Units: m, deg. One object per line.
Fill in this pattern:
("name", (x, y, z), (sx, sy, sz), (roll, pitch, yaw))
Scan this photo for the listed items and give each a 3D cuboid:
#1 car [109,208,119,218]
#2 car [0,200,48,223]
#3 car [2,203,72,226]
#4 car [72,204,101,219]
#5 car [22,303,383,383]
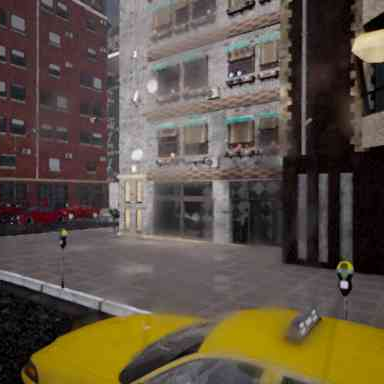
("car", (-6.035, 1.685, 34.944), (2.150, 2.045, 5.566), (0, -1, 35))
("car", (-14.322, 1.574, 27.774), (2.192, 1.841, 5.009), (-1, -2, 35))
("car", (-12.175, 1.836, 26.298), (1.994, 1.385, 4.181), (0, -1, 35))
("car", (-11.025, 1.907, 32.412), (1.887, 1.381, 4.507), (-1, -2, 35))
("car", (0.562, 1.525, 2.473), (4.829, 1.417, 1.752), (0, 0, 36))
